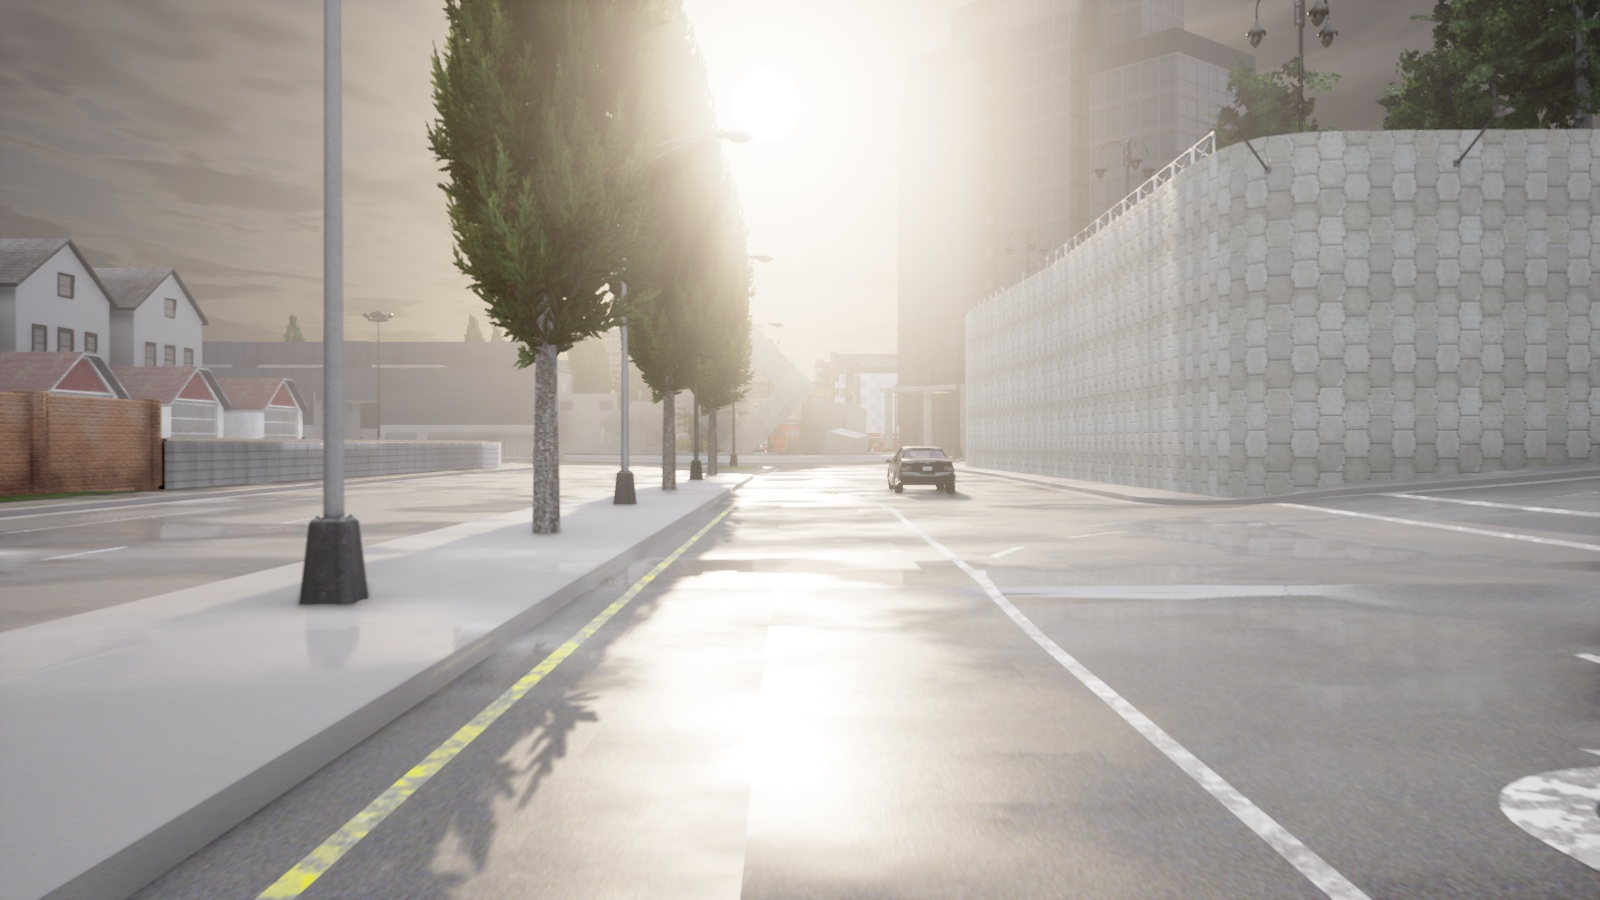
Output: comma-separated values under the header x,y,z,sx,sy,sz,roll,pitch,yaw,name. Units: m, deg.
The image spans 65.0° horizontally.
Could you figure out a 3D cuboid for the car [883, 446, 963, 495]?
x,y,z,sx,sy,sz,roll,pitch,yaw,name
3.729,0.577,38.953,2.033,1.411,5.357,0,0,1,car
